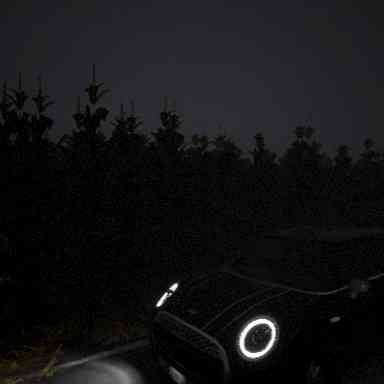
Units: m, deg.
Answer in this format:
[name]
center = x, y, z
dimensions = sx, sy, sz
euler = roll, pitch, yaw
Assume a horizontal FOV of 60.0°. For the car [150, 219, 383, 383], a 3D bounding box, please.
[car]
center = 1.666, 1.351, 4.824
dimensions = 4.553, 1.767, 2.097
euler = 0, 0, -36
